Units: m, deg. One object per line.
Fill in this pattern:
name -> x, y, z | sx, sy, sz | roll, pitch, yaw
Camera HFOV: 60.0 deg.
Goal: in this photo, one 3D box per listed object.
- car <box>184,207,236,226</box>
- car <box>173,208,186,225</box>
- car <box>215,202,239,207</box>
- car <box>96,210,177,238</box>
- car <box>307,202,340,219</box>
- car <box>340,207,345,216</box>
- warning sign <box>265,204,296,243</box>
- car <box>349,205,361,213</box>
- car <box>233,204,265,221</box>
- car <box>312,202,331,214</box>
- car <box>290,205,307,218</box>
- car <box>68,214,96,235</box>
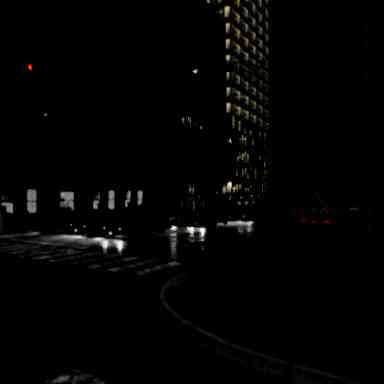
car -> 1.776, 2.377, 30.772 | 2.033, 1.411, 5.357 | -1, -2, 32
car -> -1.162, 2.365, 32.195 | 1.837, 1.490, 4.892 | -1, -2, 32
car -> 4.206, 2.317, 40.920 | 2.150, 2.045, 5.566 | -1, -2, 30
car -> -3.500, 2.146, 22.194 | 2.033, 1.411, 5.357 | -1, -2, 32
car -> 17.082, 2.397, 43.004 | 2.150, 2.045, 5.566 | -1, -2, 34
car -> 22.639, 2.982, 52.093 | 1.994, 1.385, 4.181 | -1, -2, 32
warning sign -> 4.598, 1.606, 17.300 | 1.300, 1.860, 1.060 | 0, 0, 32
car -> 31.946, 3.241, 65.055 | 1.882, 1.535, 5.008 | -1, -2, 32
car -> 7.096, 2.554, 39.404 | 2.128, 1.511, 4.902 | -1, -2, 32
car -> 22.851, 2.801, 58.455 | 2.150, 2.045, 5.566 | -1, -2, 32
car -> 15.104, 2.596, 45.858 | 2.097, 1.767, 4.553 | -1, -2, 32
car -> -6.192, 2.187, 24.020 | 2.033, 1.411, 5.357 | -1, -2, 32
